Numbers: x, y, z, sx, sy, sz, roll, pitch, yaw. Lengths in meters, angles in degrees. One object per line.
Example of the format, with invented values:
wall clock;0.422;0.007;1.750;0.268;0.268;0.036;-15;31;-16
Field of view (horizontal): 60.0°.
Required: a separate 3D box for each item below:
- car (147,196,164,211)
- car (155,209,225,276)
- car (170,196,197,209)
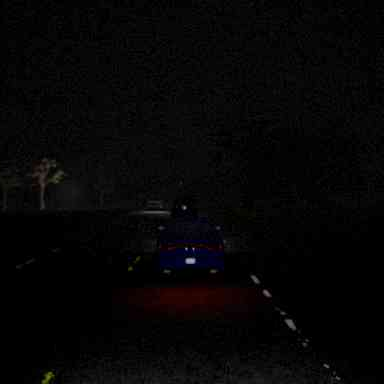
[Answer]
car;-5.116;1.623;47.437;2.150;2.045;5.566;0;-1;-2
car;-0.077;1.546;10.664;1.882;1.535;5.008;0;0;-1
car;-0.703;1.392;29.323;2.150;2.045;5.566;0;-1;-2
